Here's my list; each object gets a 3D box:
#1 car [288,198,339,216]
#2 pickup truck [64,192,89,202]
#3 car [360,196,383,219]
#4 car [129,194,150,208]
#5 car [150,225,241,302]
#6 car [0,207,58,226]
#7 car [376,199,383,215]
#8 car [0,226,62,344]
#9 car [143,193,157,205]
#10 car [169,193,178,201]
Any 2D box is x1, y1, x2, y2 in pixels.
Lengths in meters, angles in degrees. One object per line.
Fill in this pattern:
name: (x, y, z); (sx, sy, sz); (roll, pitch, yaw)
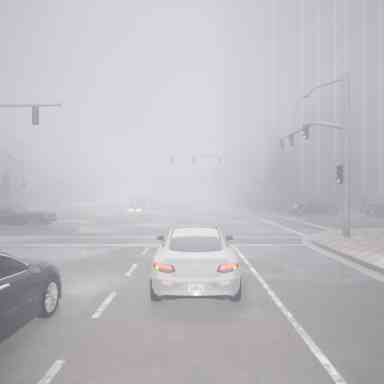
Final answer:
car: (11.770, 1.352, 32.461); (4.553, 1.767, 2.097); (0, 0, 0)
pickup truck: (-24.662, 1.059, 70.217); (2.390, 2.098, 6.274); (0, 0, 30)
car: (17.709, 1.221, 29.005); (5.566, 2.045, 2.150); (0, 0, 0)
car: (-7.823, 1.491, 47.927); (2.128, 1.511, 4.902); (0, 0, -1)
car: (0.077, 1.526, 8.166); (1.812, 1.442, 4.674); (0, 0, 0)
car: (-11.327, 1.601, 21.586); (4.718, 1.301, 1.895); (0, 0, 0)
car: (20.995, 1.478, 32.527); (5.008, 1.535, 1.882); (0, 0, 0)
car: (-3.436, 1.505, 4.516); (1.837, 1.490, 4.892); (0, 0, 0)
car: (-7.946, 1.221, 57.819); (2.150, 2.045, 5.566); (0, 0, -1)
car: (-4.752, 1.225, 85.440); (2.150, 2.045, 5.566); (0, 0, -1)
